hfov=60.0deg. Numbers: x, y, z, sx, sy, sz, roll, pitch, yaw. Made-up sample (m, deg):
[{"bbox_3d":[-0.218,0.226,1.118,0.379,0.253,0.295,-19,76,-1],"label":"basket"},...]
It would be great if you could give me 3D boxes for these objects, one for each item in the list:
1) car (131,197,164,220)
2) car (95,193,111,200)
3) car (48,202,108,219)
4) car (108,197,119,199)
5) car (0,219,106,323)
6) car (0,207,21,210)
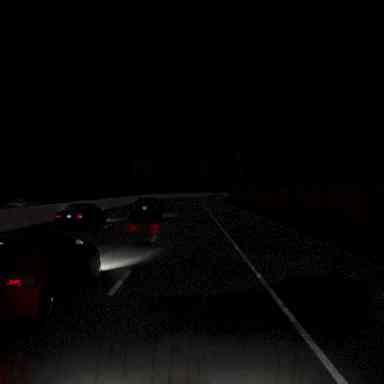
[{"bbox_3d":[-3.405,1.196,26.027,2.097,1.767,4.553,0,0,0],"label":"car"},{"bbox_3d":[-20.494,1.007,76.830,2.033,1.411,5.357,0,0,5],"label":"car"},{"bbox_3d":[-6.914,1.420,21.230,2.033,1.411,5.357,0,0,0],"label":"car"},{"bbox_3d":[-17.016,0.833,76.450,2.097,1.767,4.553,0,0,5],"label":"car"},{"bbox_3d":[-3.415,1.521,7.128,1.994,1.385,4.181,0,0,0],"label":"car"},{"bbox_3d":[-17.588,1.318,34.505,1.812,1.442,4.674,0,0,0],"label":"car"}]
